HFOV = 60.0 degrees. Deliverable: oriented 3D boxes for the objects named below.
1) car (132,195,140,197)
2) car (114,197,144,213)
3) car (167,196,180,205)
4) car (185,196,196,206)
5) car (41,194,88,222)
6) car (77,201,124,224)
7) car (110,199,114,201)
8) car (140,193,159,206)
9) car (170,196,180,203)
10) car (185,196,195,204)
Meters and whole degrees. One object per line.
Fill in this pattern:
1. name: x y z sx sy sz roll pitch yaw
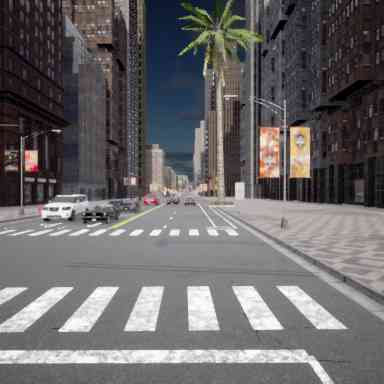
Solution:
1. car: -10.098 1.379 60.635 2.128 1.511 4.902 0 0 0
2. car: -6.800 1.575 36.387 1.994 1.385 4.181 0 0 0
3. car: -3.496 1.647 59.733 1.895 1.301 4.718 0 0 -1
4. car: -0.322 1.586 56.102 2.033 1.411 5.357 0 0 0
5. car: -10.004 1.227 26.778 2.150 2.045 5.566 0 0 0
6. car: -6.742 1.606 25.049 1.895 1.301 4.718 0 0 0
7. car: -10.096 1.583 44.079 1.994 1.385 4.181 0 0 0
8. car: -6.861 1.262 56.334 2.150 2.045 5.566 0 0 0
9. car: -3.549 1.595 69.842 1.812 1.442 4.674 0 0 0
10. car: -0.382 1.539 66.524 1.882 1.535 5.008 0 0 0
